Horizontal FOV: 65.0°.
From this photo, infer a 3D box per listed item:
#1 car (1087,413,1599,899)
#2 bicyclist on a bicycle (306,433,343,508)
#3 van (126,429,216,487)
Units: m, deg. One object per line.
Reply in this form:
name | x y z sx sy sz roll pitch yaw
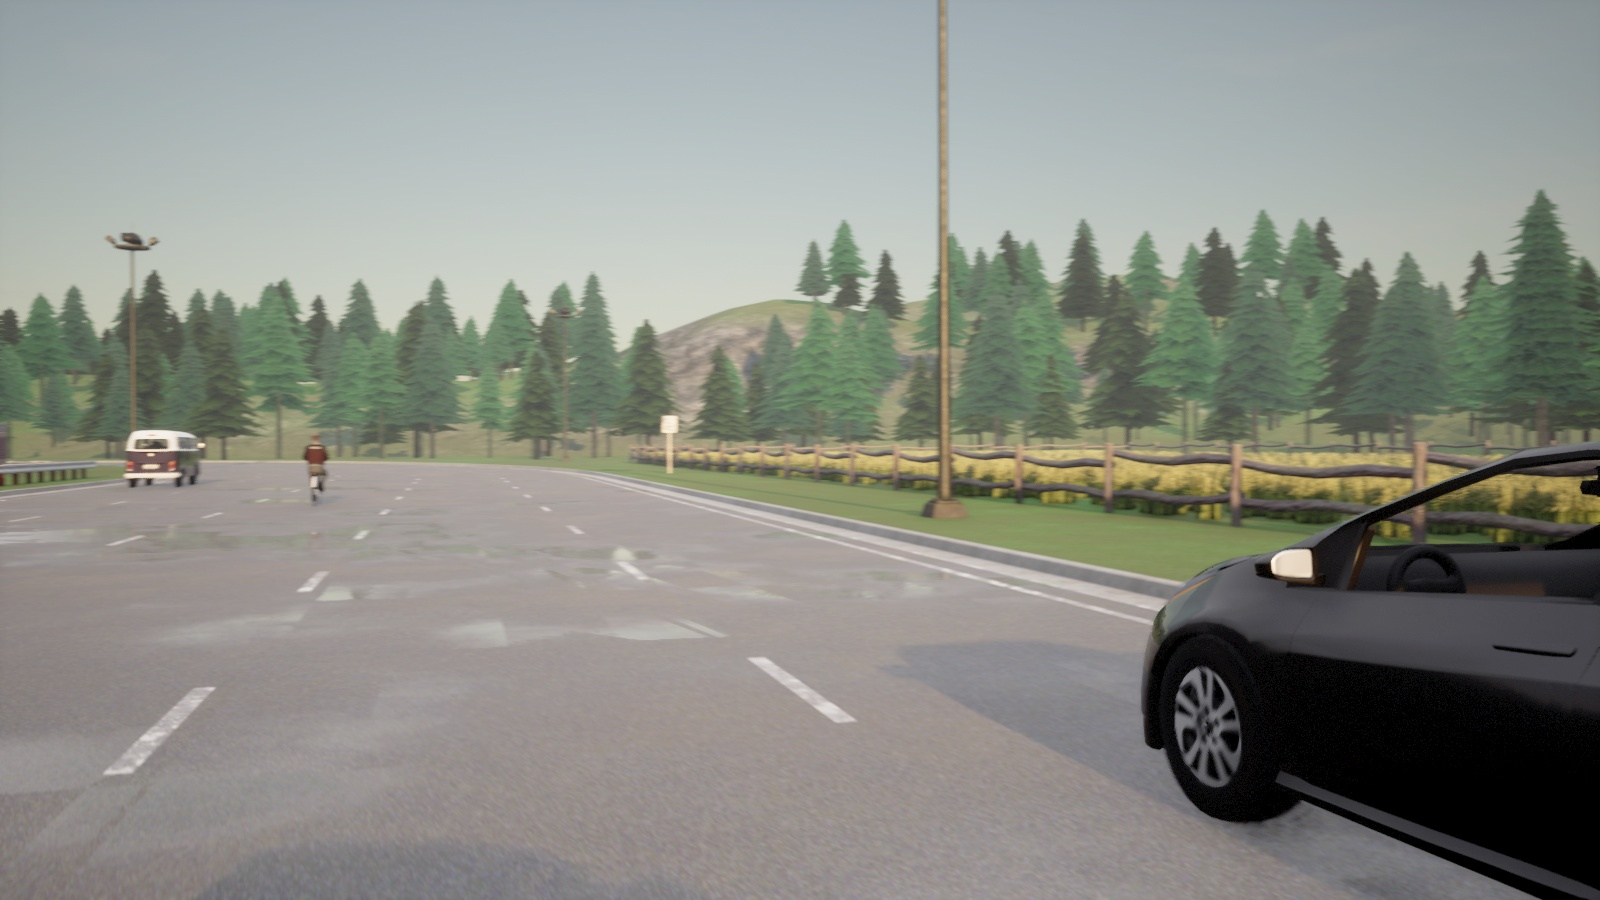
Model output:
car | 2.863 0.663 3.807 2.007 1.525 4.514 0 0 -15
bicyclist on a bicycle | -11.652 0.473 30.812 0.659 1.776 1.843 0 1 -15
van | -23.028 0.270 46.151 2.069 2.038 4.480 0 0 -15
